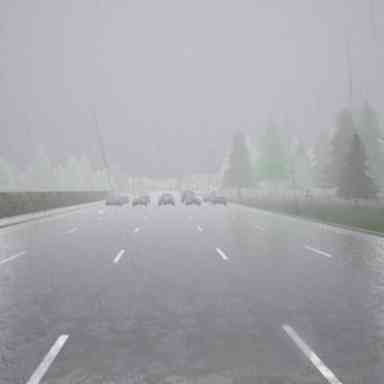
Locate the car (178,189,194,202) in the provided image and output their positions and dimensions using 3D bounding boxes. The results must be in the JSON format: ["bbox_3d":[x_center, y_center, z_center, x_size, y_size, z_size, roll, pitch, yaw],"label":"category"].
[{"bbox_3d":[-0.694,0.749,54.462,2.150,2.045,5.566,0,1,-5],"label":"car"}]

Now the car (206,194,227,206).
[{"bbox_3d":[3.539,1.094,45.578,1.837,1.490,4.892,0,1,-5],"label":"car"}]

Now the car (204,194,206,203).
[{"bbox_3d":[2.798,1.003,54.717,2.128,1.511,4.902,0,1,-5],"label":"car"}]

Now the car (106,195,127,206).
[{"bbox_3d":[-10.479,1.209,45.244,1.994,1.385,4.181,0,1,-5],"label":"car"}]

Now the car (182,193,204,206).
[{"bbox_3d":[0.082,1.208,44.910,1.895,1.301,4.718,0,1,-5],"label":"car"}]

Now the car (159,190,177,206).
[{"bbox_3d":[-3.436,0.972,44.980,2.097,1.767,4.553,0,1,-5],"label":"car"}]

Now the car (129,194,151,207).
[{"bbox_3d":[-6.928,1.236,44.760,1.895,1.301,4.718,0,1,-5],"label":"car"}]

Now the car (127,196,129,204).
[{"bbox_3d":[-11.156,1.139,53.586,1.994,1.385,4.181,0,1,-5],"label":"car"}]

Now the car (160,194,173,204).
[{"bbox_3d":[-4.179,1.091,54.152,2.033,1.411,5.357,0,1,-5],"label":"car"}]

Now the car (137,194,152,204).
[{"bbox_3d":[-7.668,1.051,53.868,2.128,1.511,4.902,0,1,-5],"label":"car"}]
